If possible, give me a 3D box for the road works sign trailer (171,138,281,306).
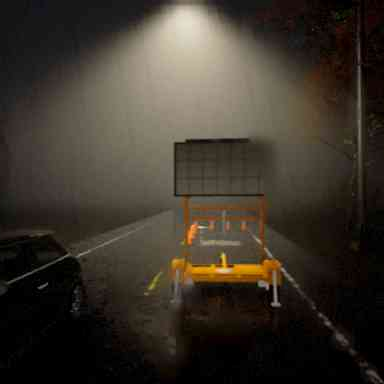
[{"bbox_3d":[0.781,0.506,8.140,2.380,3.560,2.880,0,0,4],"label":"road works sign trailer"}]

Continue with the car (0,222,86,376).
[{"bbox_3d":[-3.137,1.396,4.252,2.097,1.767,4.553,0,0,4],"label":"car"}]
